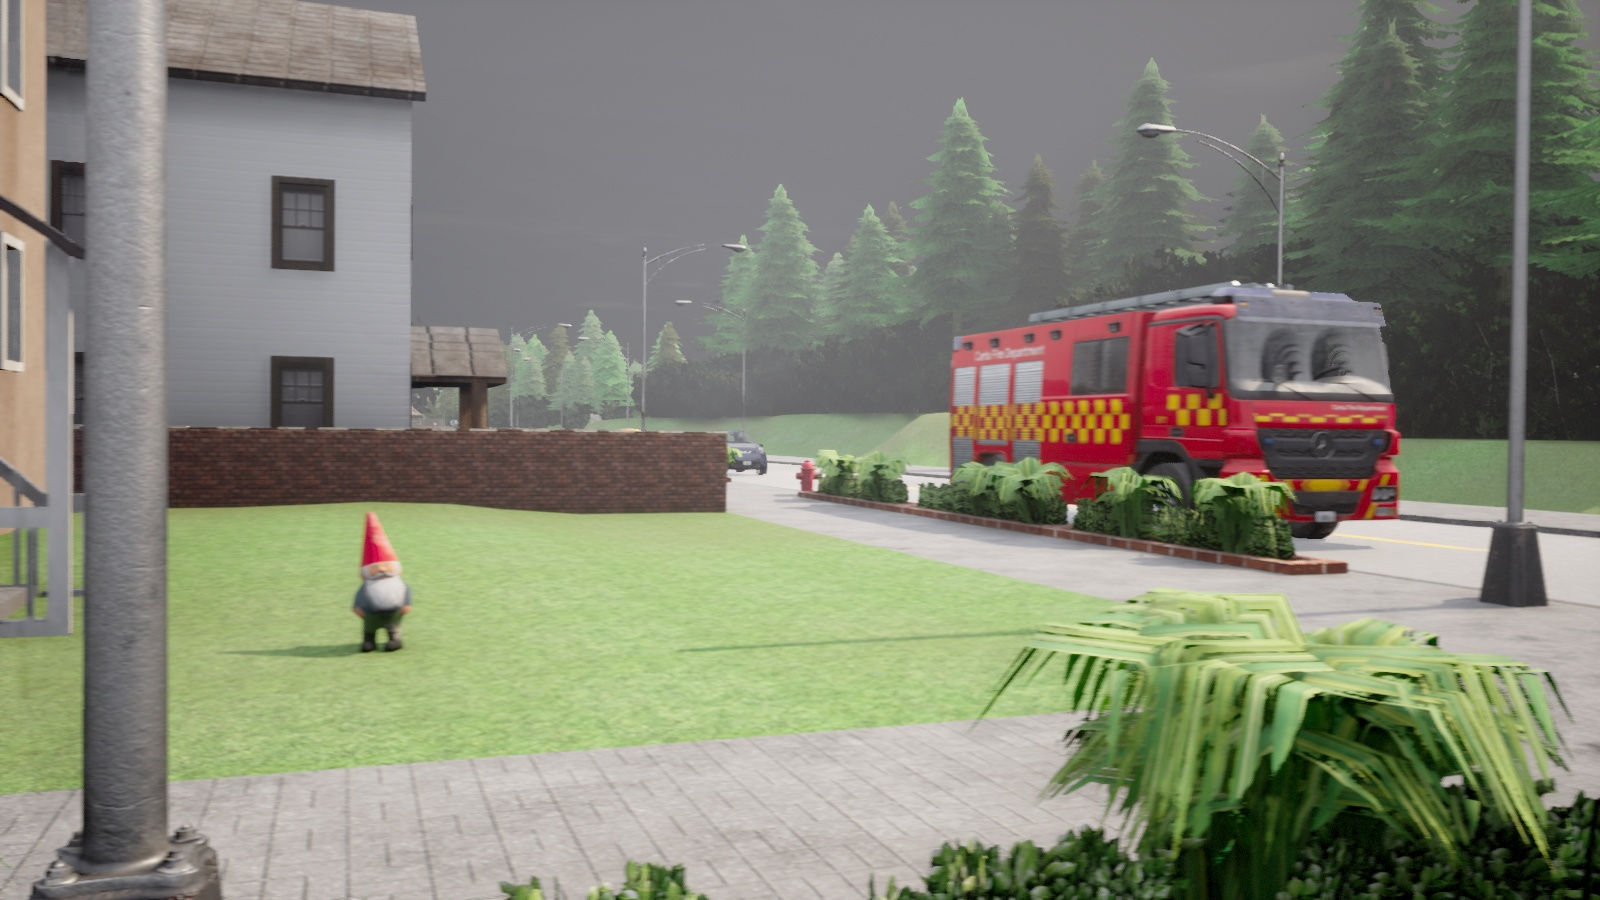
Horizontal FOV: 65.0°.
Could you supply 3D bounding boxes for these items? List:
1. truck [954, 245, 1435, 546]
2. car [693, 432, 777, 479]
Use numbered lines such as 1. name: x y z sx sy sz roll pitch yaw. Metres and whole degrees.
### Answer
1. truck: 5.749 -0.758 20.421 2.891 3.827 8.468 -1 1 -20
2. car: -2.254 0.151 42.537 1.845 1.501 3.633 -1 1 -20
